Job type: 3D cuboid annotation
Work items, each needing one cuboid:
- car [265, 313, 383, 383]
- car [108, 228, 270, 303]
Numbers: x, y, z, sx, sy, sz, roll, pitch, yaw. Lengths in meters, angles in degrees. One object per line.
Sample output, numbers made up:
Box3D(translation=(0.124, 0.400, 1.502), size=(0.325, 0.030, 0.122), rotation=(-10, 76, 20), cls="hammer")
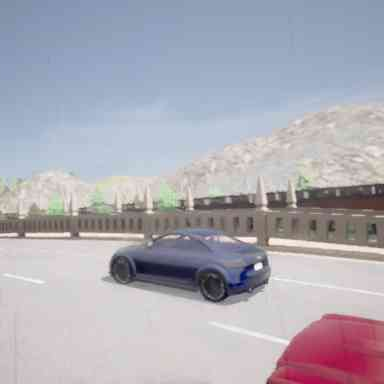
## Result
Box3D(translation=(2.813, 1.616, 1.985), size=(4.718, 1.301, 1.895), rotation=(0, 0, 35), cls="car")
Box3D(translation=(-0.189, 1.631, 8.423), size=(4.181, 1.385, 1.994), rotation=(-1, -1, 35), cls="car")
